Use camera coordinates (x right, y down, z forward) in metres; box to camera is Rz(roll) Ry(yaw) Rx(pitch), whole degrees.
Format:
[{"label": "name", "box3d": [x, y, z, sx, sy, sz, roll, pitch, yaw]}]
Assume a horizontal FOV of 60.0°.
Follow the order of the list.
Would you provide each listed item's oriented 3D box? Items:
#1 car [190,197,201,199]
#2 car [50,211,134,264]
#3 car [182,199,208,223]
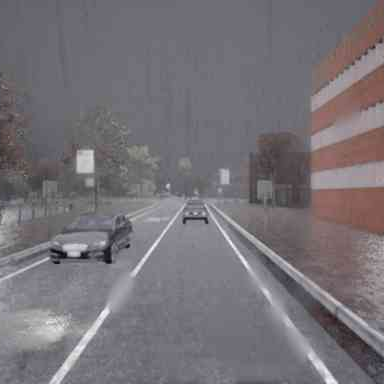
[{"label": "car", "box3d": [0.418, 1.369, 41.123, 2.128, 1.511, 4.902, 0, 0, 1]}, {"label": "car", "box3d": [-3.294, 1.473, 11.773, 2.128, 1.511, 4.902, 0, 0, 0]}, {"label": "car", "box3d": [0.248, 1.488, 24.828, 2.033, 1.411, 5.357, 0, 0, 0]}]
